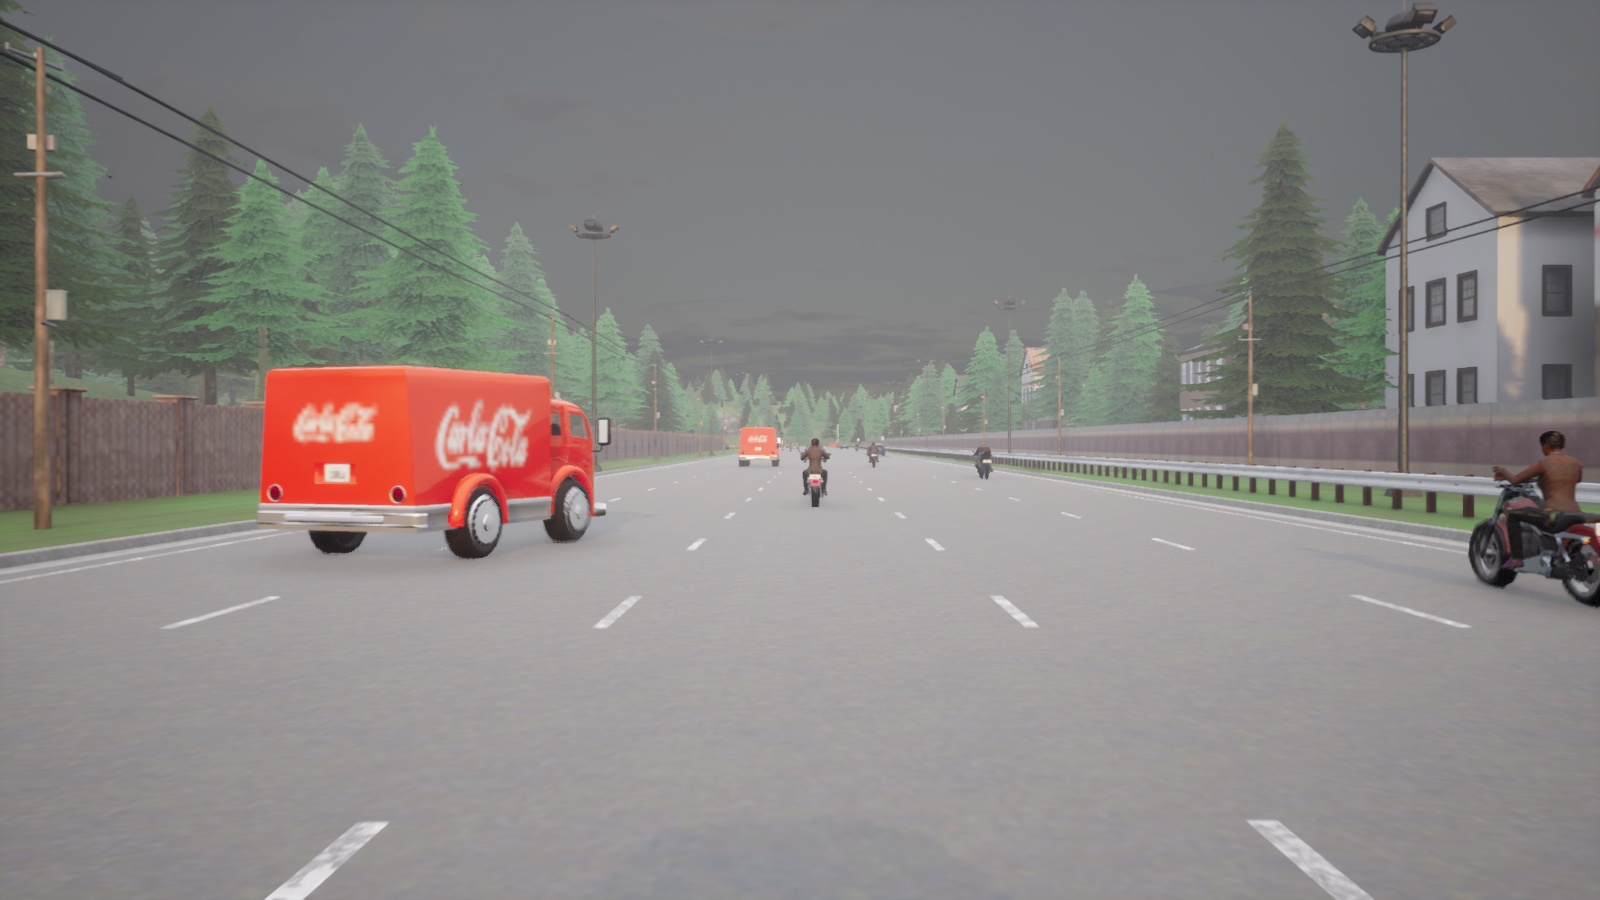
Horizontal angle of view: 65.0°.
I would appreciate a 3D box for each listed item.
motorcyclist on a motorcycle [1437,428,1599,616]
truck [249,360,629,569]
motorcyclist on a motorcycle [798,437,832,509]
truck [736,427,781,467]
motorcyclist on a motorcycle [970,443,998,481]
[{"bbox_3d":[7.152,0.635,12.194,0.766,1.649,2.350,0,0,1],"label":"motorcyclist on a motorcycle"},{"bbox_3d":[-4.791,0.155,17.728,2.627,2.467,5.204,0,0,19],"label":"truck"},{"bbox_3d":[0.355,0.528,30.048,0.766,1.649,2.350,0,0,1],"label":"motorcyclist on a motorcycle"},{"bbox_3d":[-2.576,-0.194,80.034,2.627,2.467,5.204,0,0,1],"label":"truck"},{"bbox_3d":[7.606,0.495,52.087,0.866,1.530,2.191,0,0,1],"label":"motorcyclist on a motorcycle"}]
